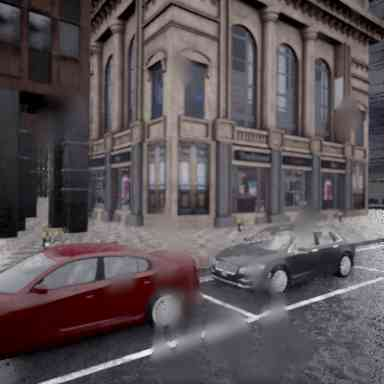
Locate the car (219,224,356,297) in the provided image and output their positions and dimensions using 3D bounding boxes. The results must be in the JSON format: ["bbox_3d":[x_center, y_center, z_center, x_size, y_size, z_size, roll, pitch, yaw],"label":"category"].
[{"bbox_3d":[2.489,1.541,8.527,4.403,1.369,2.008,0,1,-35],"label":"car"}]

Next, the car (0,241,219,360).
[{"bbox_3d":[-1.955,1.543,5.357,4.507,1.381,1.887,0,1,-35],"label":"car"}]
